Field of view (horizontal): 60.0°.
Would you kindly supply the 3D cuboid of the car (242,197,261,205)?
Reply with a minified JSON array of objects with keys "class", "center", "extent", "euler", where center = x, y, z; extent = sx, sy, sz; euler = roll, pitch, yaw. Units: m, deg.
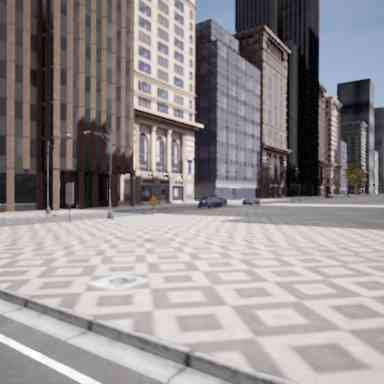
[{"class":"car","center":[10.414,1.602,57.986],"extent":[1.994,1.385,4.181],"euler":[1,1,35]}]

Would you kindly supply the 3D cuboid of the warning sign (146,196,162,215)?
[{"class":"warning sign","center":[-3.793,1.290,33.198],"extent":[1.300,1.860,1.060],"euler":[0,0,35]}]

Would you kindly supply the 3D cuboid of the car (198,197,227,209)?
[{"class":"car","center":[2.855,1.445,47.270],"extent":[2.097,1.767,4.553],"euler":[1,0,36]}]

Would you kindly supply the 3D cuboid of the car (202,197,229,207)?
[{"class":"car","center":[3.915,1.539,54.024],"extent":[2.128,1.511,4.902],"euler":[1,0,36]}]
